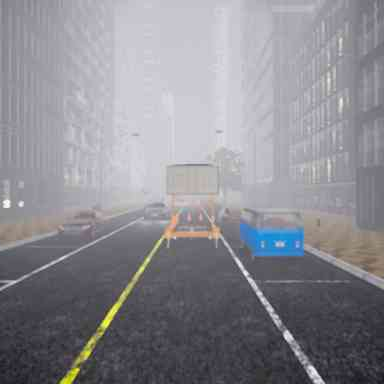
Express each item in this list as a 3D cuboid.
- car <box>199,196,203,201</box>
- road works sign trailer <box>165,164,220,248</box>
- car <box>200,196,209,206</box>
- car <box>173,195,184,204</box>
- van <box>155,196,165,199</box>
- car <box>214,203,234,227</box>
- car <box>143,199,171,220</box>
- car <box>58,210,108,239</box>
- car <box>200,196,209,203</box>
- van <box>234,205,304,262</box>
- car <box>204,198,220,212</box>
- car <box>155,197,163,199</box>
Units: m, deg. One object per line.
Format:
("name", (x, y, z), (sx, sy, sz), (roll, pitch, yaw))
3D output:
("car", (2.770, 1.763, 57.603), (2.008, 1.369, 4.403), (0, 0, 0))
("road works sign trailer", (0.021, 0.524, 15.092), (2.380, 3.560, 2.880), (0, 0, 0))
("car", (2.763, 1.747, 51.911), (2.008, 1.369, 4.403), (0, 0, 0))
("car", (-2.902, 1.463, 70.961), (2.150, 2.045, 5.566), (0, 0, 0))
("van", (-5.610, 1.554, 57.620), (1.690, 1.788, 3.998), (0, 0, 0))
("car", (2.723, 1.673, 23.448), (1.802, 1.307, 4.206), (0, 0, 0))
("car", (-3.057, 1.642, 29.765), (1.812, 1.442, 4.674), (0, 0, 0))
("car", (-5.666, 1.652, 17.771), (1.802, 1.307, 4.206), (0, 0, 0))
("car", (2.794, 1.693, 74.681), (1.967, 1.590, 4.097), (0, 0, 0))
("van", (2.707, 1.388, 12.066), (1.690, 1.788, 3.998), (0, 0, 0))
("car", (2.747, 1.739, 40.526), (1.802, 1.307, 4.206), (0, 0, 0))
("car", (-5.626, 1.729, 46.234), (2.008, 1.369, 4.403), (0, 0, 0))
